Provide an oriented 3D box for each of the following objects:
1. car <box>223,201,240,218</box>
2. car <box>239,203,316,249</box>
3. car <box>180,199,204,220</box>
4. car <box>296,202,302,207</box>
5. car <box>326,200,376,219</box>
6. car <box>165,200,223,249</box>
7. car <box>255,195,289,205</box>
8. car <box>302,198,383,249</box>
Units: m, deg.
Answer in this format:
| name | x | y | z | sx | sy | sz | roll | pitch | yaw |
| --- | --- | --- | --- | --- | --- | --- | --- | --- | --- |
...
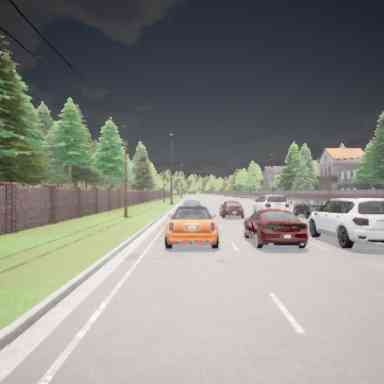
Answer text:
| name | x | y | z | sx | sy | sz | roll | pitch | yaw |
| --- | --- | --- | --- | --- | --- | --- | --- | --- | --- |
| car | 3.500 | 1.530 | 29.650 | 1.812 | 1.442 | 4.674 | 0 | 0 | 0 |
| car | 3.500 | 1.482 | 14.650 | 1.882 | 1.535 | 5.008 | 0 | 0 | 0 |
| car | 0.000 | 1.482 | 29.650 | 1.882 | 1.535 | 5.008 | 0 | 0 | 0 |
| car | 10.500 | 1.493 | 29.650 | 2.128 | 1.511 | 4.902 | 0 | 0 | 0 |
| car | 14.000 | 1.493 | 29.650 | 2.128 | 1.511 | 4.902 | 0 | 0 | 0 |
| car | 0.000 | 1.363 | 14.620 | 2.097 | 1.767 | 4.553 | 0 | 0 | 0 |
| car | 7.000 | 1.255 | 29.680 | 2.150 | 2.045 | 5.566 | 0 | 0 | 0 |
| car | 7.000 | 1.255 | 14.680 | 2.150 | 2.045 | 5.566 | 0 | 0 | 0 |
